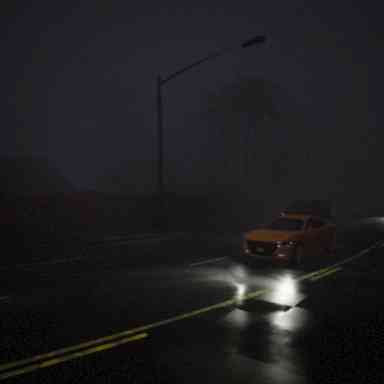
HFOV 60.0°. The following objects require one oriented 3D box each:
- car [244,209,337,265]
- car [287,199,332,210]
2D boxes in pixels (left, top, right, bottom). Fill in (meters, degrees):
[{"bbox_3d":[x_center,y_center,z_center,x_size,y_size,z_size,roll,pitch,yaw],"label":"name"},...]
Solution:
[{"bbox_3d":[3.871,1.621,12.642,1.882,1.535,5.008,-1,-1,42],"label":"car"},{"bbox_3d":[8.159,1.495,23.349,2.150,2.045,5.566,-1,-1,38],"label":"car"}]
